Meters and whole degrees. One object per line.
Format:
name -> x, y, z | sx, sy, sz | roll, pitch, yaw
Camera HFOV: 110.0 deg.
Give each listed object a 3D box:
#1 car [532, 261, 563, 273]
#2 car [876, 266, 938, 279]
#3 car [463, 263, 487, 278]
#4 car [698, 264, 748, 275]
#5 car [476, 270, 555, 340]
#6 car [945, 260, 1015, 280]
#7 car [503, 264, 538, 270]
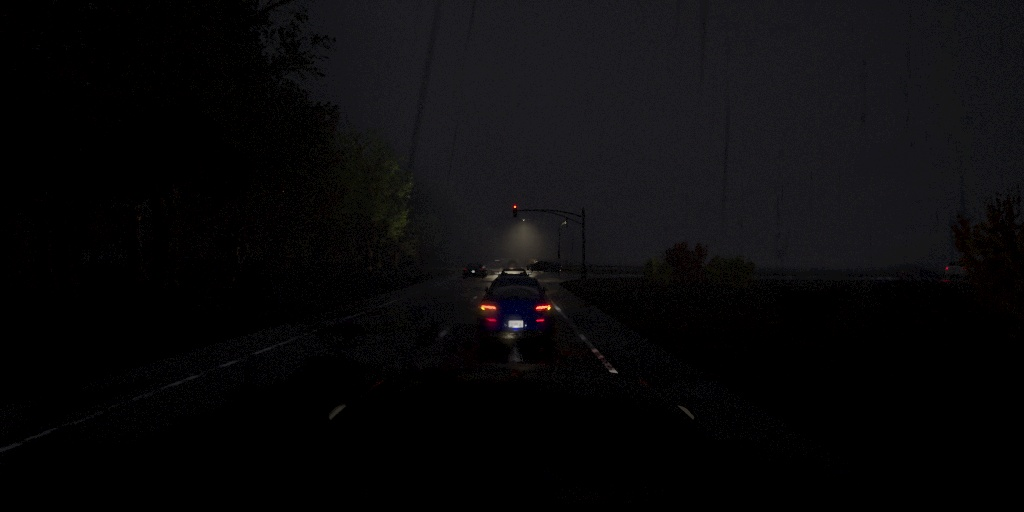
car -> 3.990, 1.352, 44.806 | 4.892, 1.490, 1.837 | 3, 4, 41
car -> 44.929, 1.845, 40.775 | 5.357, 1.411, 2.033 | 1, -1, 1
car -> -3.401, 1.320, 33.465 | 1.994, 1.385, 4.181 | 0, 0, 0
car -> 24.146, 1.618, 40.897 | 5.357, 1.411, 2.033 | 1, -1, 0
car -> 0.100, 1.278, 9.906 | 1.812, 1.442, 4.674 | 0, 0, 0
car -> 48.549, 1.498, 37.192 | 5.566, 2.045, 2.150 | 1, -1, 0
car -> 0.099, 1.318, 18.661 | 1.994, 1.385, 4.181 | 0, 0, 0
